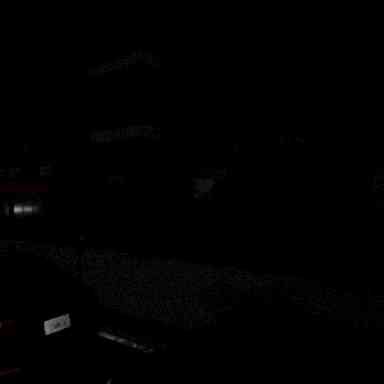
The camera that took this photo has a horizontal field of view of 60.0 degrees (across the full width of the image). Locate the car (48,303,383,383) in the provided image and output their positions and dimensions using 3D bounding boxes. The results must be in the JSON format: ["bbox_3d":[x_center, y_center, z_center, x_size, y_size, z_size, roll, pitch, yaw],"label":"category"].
[{"bbox_3d":[1.200,1.582,1.953,4.206,1.307,1.802,-1,0,36],"label":"car"}]

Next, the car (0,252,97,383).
[{"bbox_3d":[-3.285,1.624,5.154,4.313,1.339,1.947,-1,0,36],"label":"car"}]
